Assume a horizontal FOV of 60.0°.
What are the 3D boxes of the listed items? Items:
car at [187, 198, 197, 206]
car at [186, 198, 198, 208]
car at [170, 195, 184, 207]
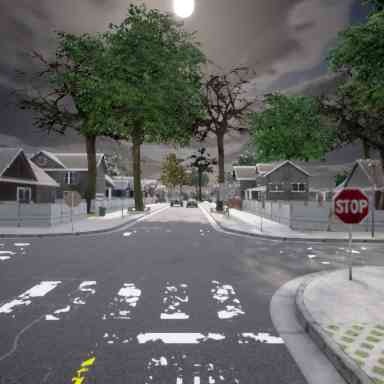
[{"bbox_3d":[0.008,1.968,66.023,1.837,1.490,4.892,0,-1,0],"label":"car"},{"bbox_3d":[0.008,1.865,55.985,1.812,1.442,4.674,0,-1,0],"label":"car"},{"bbox_3d":[-2.743,1.621,60.994,2.150,2.045,5.566,0,-1,0],"label":"car"}]
